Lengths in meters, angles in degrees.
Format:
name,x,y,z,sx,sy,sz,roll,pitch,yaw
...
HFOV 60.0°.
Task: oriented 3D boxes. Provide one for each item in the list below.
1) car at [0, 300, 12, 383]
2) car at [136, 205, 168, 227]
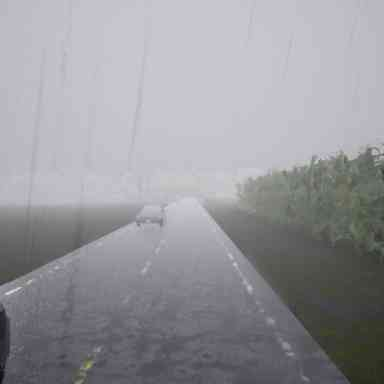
name,x,y,z,sx,sy,sz,roll,pitch,yaw
car,-2.833,1.500,1.553,2.128,1.511,4.902,0,0,0
car,-2.787,1.646,23.793,1.812,1.442,4.674,0,0,1
